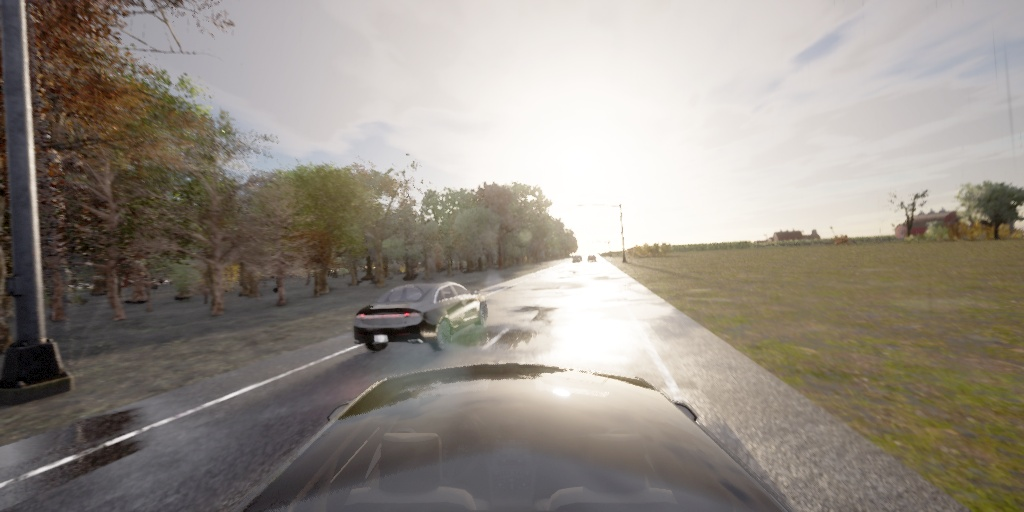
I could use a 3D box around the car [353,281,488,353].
[{"bbox_3d":[-2.098,1.431,9.573,2.128,1.511,4.902,-4,-1,13],"label":"car"}]
